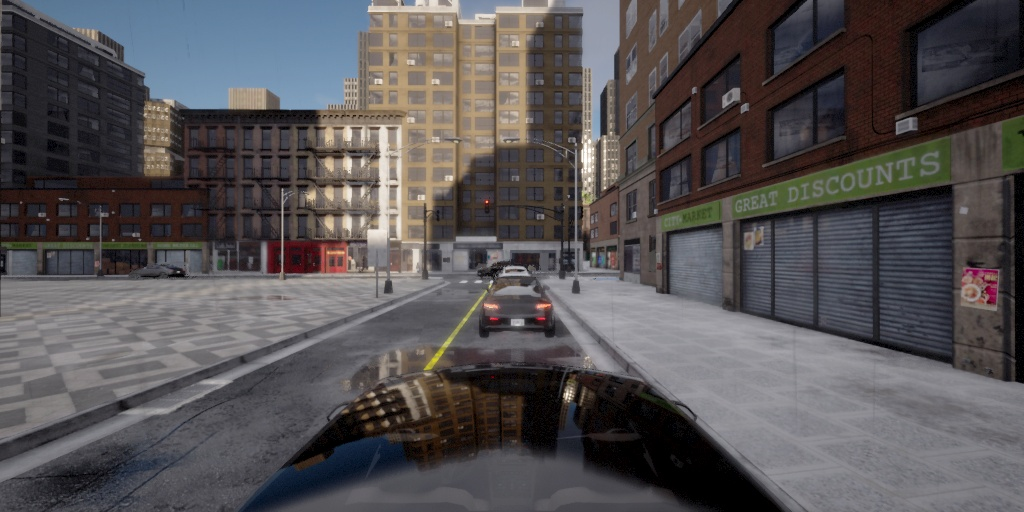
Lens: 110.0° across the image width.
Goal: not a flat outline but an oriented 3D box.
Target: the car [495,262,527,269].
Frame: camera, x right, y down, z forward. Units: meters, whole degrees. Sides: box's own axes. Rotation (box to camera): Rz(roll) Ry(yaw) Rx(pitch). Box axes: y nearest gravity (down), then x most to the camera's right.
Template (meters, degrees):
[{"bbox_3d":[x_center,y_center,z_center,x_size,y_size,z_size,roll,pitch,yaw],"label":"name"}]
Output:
[{"bbox_3d":[0.145,1.269,19.870,1.812,1.442,4.674,0,0,-1],"label":"car"}]

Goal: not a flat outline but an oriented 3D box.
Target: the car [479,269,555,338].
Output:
[{"bbox_3d":[0.119,1.274,10.089,1.812,1.442,4.674,0,0,0],"label":"car"}]

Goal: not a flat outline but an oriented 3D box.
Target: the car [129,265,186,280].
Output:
[{"bbox_3d":[-34.588,1.553,35.018,4.181,1.385,1.994,0,0,-1],"label":"car"}]

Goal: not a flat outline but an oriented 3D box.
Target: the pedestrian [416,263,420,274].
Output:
[{"bbox_3d":[-10.050,0.969,38.287,0.375,1.860,0.375,0,0,-1],"label":"pedestrian"}]

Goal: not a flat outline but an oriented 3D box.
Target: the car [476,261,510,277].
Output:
[{"bbox_3d":[-0.842,1.219,31.429,5.008,1.535,1.882,0,-1,-43],"label":"car"}]
